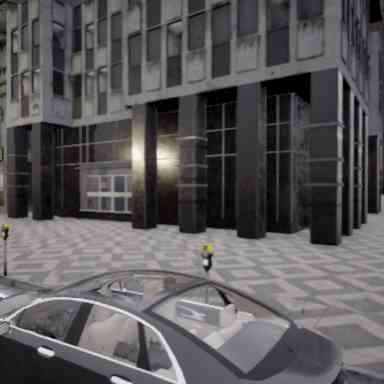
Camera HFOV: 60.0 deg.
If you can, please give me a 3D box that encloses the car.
[{"bbox_3d":[-0.776,1.523,3.456,4.403,1.369,2.008,0,1,33],"label":"car"}]
